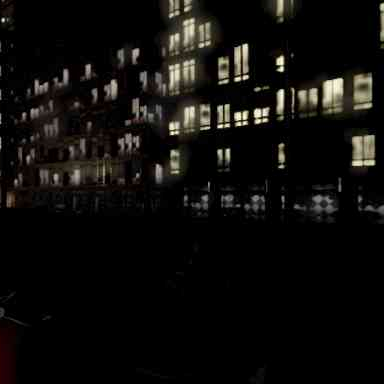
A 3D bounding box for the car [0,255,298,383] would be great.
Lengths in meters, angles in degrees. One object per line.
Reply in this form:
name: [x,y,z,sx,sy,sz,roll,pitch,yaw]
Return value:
car: [-1.080,1.442,3.651,4.097,1.590,1.967,0,0,36]
